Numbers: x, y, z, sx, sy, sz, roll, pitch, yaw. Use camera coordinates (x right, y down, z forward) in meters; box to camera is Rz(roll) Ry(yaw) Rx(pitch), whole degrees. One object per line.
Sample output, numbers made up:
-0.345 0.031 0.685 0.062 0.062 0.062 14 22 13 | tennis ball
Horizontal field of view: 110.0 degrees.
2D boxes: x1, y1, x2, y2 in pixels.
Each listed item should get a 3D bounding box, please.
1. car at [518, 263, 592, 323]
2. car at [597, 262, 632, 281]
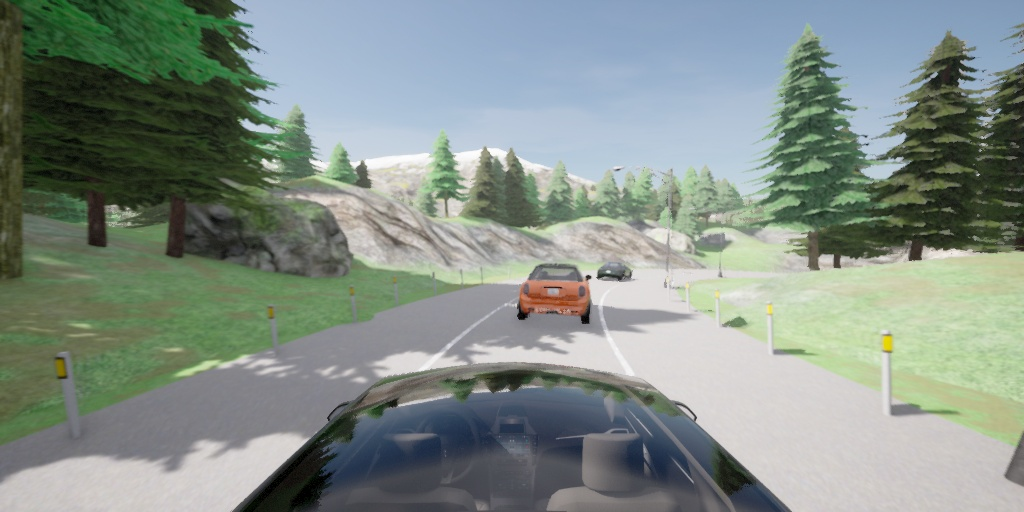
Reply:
1.593 1.010 12.118 2.097 1.767 4.553 1 1 12 | car
8.367 1.176 28.987 1.994 1.385 4.181 3 1 31 | car
